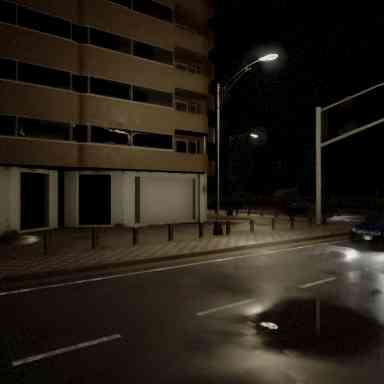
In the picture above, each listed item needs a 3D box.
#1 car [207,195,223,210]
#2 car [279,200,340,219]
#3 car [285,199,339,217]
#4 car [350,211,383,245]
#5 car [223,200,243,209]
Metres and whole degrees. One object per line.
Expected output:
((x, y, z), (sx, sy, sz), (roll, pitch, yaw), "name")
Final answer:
((1.062, 1.279, 43.125), (2.150, 2.045, 5.566), (0, 0, -36), "car")
((10.485, 1.603, 30.069), (2.033, 1.411, 5.357), (0, 0, -36), "car")
((12.088, 1.560, 33.825), (1.837, 1.490, 4.892), (0, 0, -36), "car")
((8.750, 1.526, 14.398), (4.674, 1.442, 1.812), (0, 0, -36), "car")
((4.640, 1.656, 44.141), (1.895, 1.301, 4.718), (0, 0, -36), "car")
